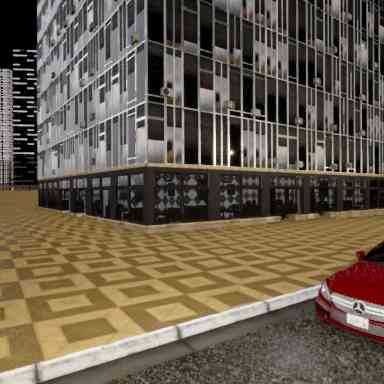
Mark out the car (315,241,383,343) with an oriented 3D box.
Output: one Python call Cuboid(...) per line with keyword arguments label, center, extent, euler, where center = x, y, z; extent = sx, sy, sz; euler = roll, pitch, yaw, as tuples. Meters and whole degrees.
Cuboid(label="car", center=(4.177, 1.525, 5.945), extent=(4.674, 1.442, 1.812), euler=(0, 0, -36))
